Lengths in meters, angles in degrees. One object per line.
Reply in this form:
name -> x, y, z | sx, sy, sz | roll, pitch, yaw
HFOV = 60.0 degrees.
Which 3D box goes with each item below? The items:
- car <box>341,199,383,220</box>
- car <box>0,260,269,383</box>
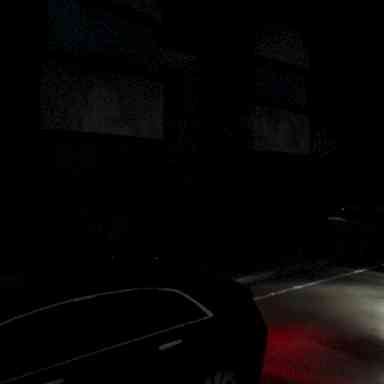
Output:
car -> 13.648, 1.302, 25.091 | 2.097, 1.767, 4.553 | 0, 0, -33
car -> -1.426, 1.502, 2.960 | 4.892, 1.490, 1.837 | 0, 0, -35
